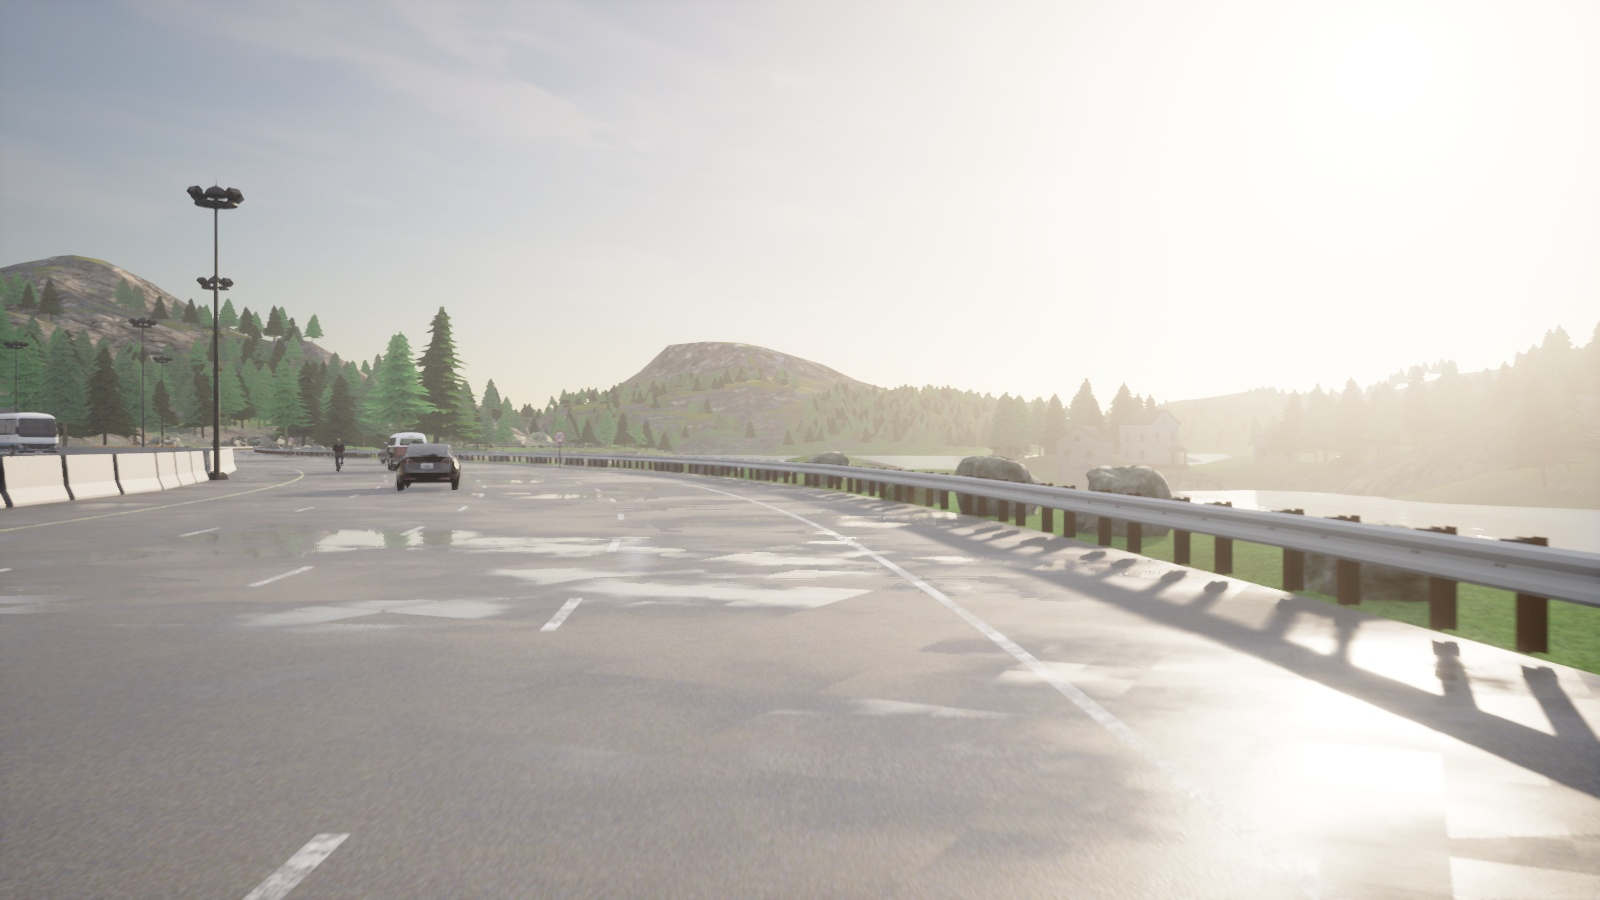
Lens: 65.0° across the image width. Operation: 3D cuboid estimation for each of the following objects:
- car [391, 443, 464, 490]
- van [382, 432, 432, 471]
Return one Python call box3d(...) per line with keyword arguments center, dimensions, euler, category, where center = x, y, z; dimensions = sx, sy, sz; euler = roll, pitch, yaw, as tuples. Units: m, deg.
box3d(center=(-12.326, 0.502, 41.838), dimensions=(2.163, 1.488, 4.792), euler=(0, 0, -14), category="car")
box3d(center=(-21.033, 0.077, 67.118), dimensions=(2.069, 2.038, 4.480), euler=(0, 0, -24), category="van")
